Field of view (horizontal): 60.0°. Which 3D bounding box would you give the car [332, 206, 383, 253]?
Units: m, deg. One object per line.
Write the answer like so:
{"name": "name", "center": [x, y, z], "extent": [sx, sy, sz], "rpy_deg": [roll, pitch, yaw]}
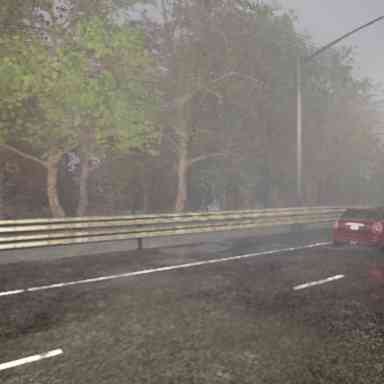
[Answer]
{"name": "car", "center": [7.818, 1.357, 13.726], "extent": [4.553, 1.767, 2.097], "rpy_deg": [0, 0, -36]}
